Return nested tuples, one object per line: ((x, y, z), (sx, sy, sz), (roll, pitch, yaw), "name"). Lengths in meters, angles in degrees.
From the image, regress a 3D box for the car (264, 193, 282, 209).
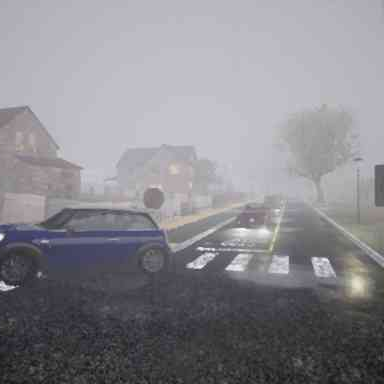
((9.109, 1.170, 38.355), (1.837, 1.490, 4.892), (0, 0, 16), "car")

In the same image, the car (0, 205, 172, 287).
((-2.822, 1.114, 8.389), (4.553, 1.767, 2.097), (5, -1, -31), "car")

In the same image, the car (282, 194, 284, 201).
((17.010, 0.933, 65.305), (1.882, 1.535, 5.008), (0, 0, 16), "car")

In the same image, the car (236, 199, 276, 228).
((3.947, 1.391, 20.742), (1.994, 1.385, 4.181), (0, 0, 16), "car")
